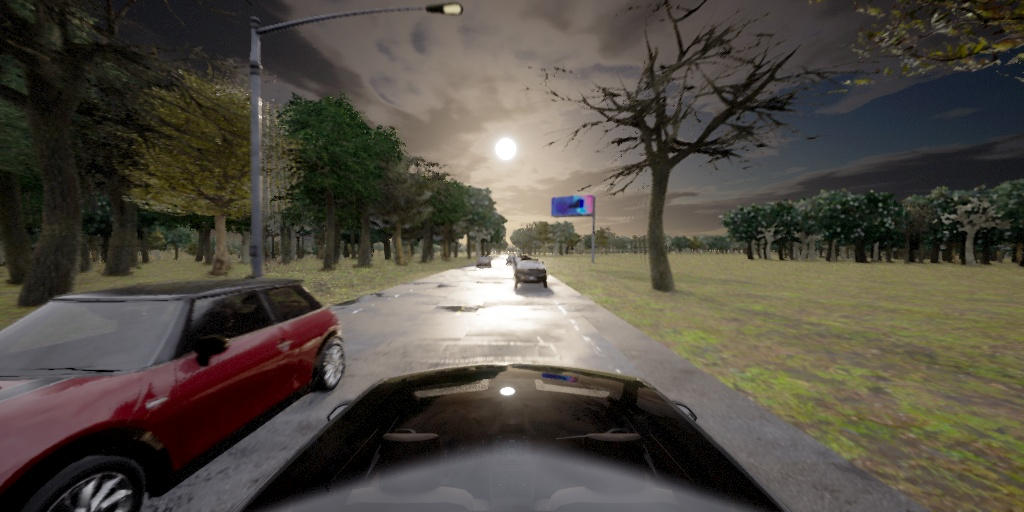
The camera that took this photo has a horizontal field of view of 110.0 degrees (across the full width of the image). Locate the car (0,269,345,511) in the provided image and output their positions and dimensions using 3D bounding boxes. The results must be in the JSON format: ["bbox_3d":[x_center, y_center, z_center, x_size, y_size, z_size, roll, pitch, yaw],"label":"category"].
[{"bbox_3d":[-3.595,1.080,3.559,2.097,1.767,4.553,0,1,0],"label":"car"}]

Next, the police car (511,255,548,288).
[{"bbox_3d":[1.044,0.943,21.766,1.930,1.638,5.238,0,1,0],"label":"police car"}]

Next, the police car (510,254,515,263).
[{"bbox_3d":[1.042,0.828,31.766,1.930,1.638,5.238,0,1,0],"label":"police car"}]

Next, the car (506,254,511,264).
[{"bbox_3d":[0.008,0.697,59.126,1.895,1.301,4.718,0,1,0],"label":"car"}]

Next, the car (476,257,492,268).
[{"bbox_3d":[-3.558,0.783,46.524,2.033,1.411,5.357,0,1,1],"label":"car"}]
